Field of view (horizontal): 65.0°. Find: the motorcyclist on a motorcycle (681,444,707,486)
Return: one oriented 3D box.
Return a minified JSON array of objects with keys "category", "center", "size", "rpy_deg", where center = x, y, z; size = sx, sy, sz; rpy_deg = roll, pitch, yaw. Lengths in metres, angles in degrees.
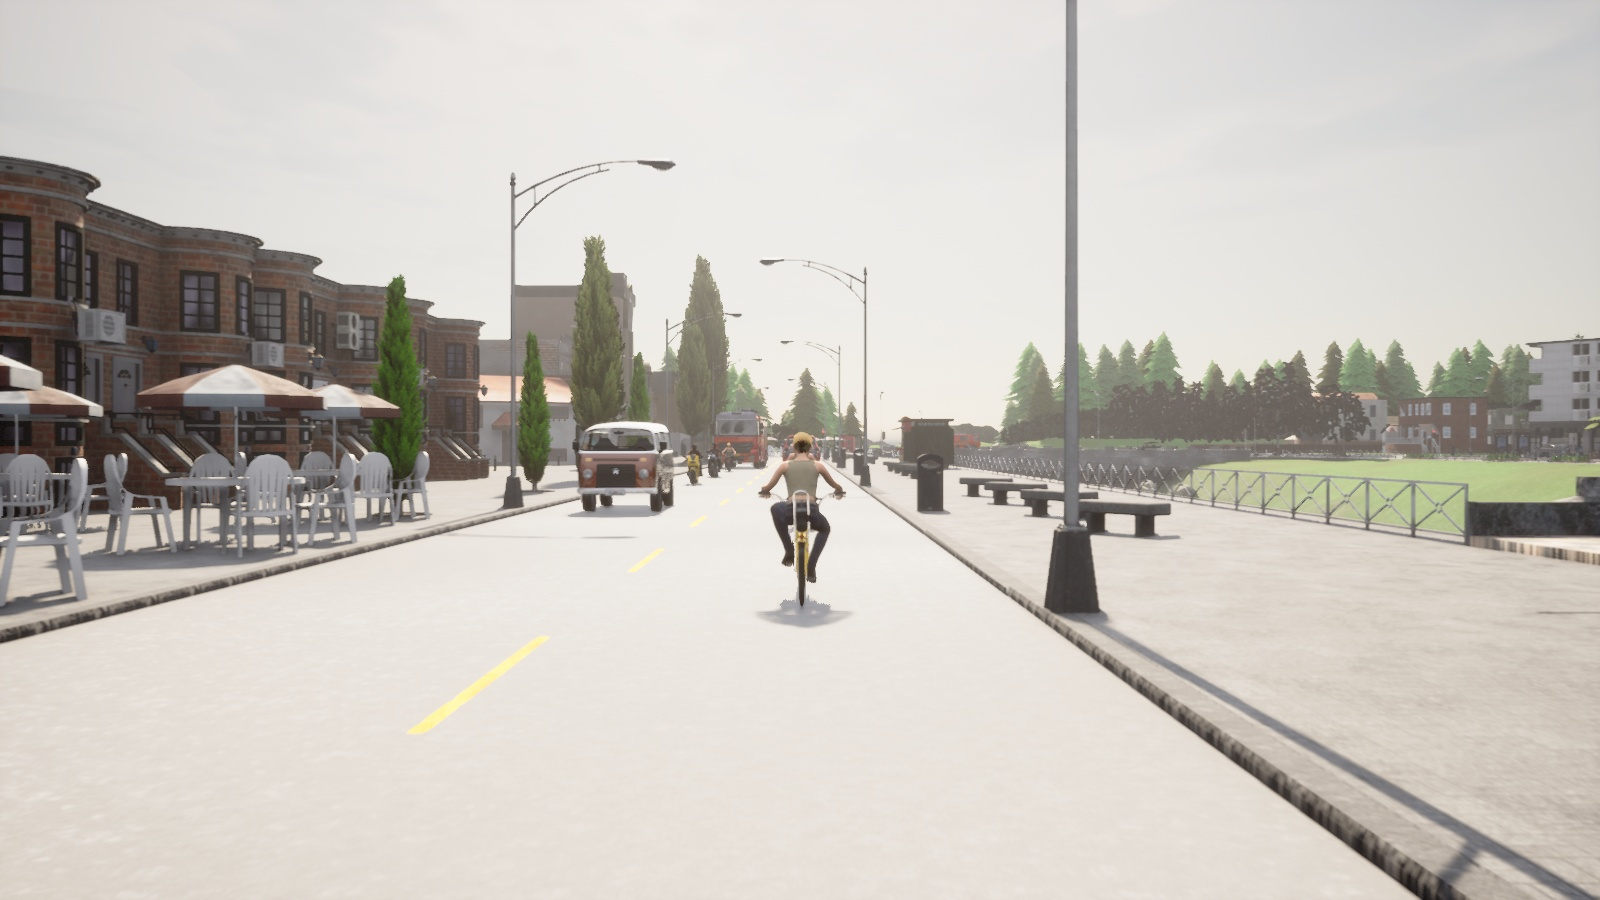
[{"category":"motorcyclist on a motorcycle","center":[-3.942,0.535,46.775],"size":[0.797,1.523,2.044],"rpy_deg":[0,0,0]}]

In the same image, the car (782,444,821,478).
[{"category":"car","center":[0.070,0.484,59.281],"size":[1.789,1.549,3.705],"rpy_deg":[0,0,0]}]

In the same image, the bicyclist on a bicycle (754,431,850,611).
[{"category":"bicyclist on a bicycle","center":[0.021,0.634,12.037],"size":[0.866,1.612,1.509],"rpy_deg":[0,0,0]}]

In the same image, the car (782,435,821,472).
[{"category":"car","center":[0.083,0.169,72.873],"size":[2.150,2.045,5.566],"rpy_deg":[0,0,0]}]

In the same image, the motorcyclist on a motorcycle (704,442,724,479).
[{"category":"motorcyclist on a motorcycle","center":[-3.927,0.460,57.430],"size":[0.766,1.649,2.350],"rpy_deg":[0,0,0]}]

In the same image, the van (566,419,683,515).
[{"category":"van","center":[-3.954,0.349,28.990],"size":[2.069,2.038,4.480],"rpy_deg":[0,0,0]}]

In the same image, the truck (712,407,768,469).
[{"category":"truck","center":[-3.822,-0.755,82.013],"size":[2.891,3.827,8.468],"rpy_deg":[0,0,3]}]
